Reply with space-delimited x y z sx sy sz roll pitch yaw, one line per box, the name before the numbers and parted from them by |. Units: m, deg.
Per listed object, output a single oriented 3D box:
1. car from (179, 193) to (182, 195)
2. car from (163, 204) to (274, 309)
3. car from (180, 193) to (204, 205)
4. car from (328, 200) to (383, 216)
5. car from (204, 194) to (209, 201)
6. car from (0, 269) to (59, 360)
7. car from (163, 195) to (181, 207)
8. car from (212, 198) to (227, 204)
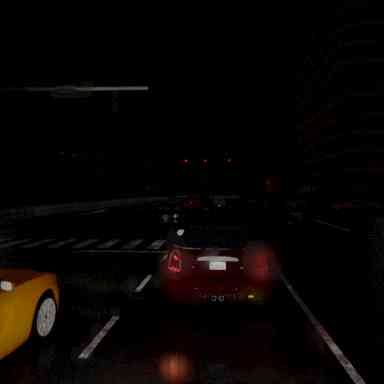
car | -1.693 1.216 65.979 2.150 2.045 5.566 0 0 7
car | 0.656 1.352 8.121 2.097 1.767 4.553 0 0 5
car | 0.094 1.350 43.951 2.097 1.767 4.553 0 0 5
car | 16.342 1.531 33.425 5.008 1.535 1.882 0 0 5
car | 2.602 1.350 81.072 2.097 1.767 4.553 0 0 24
car | -3.262 1.477 3.519 1.882 1.535 5.008 0 0 5
car | -3.063 1.523 50.207 1.812 1.442 4.674 0 0 4
car | 3.690 1.522 44.993 1.812 1.442 4.674 0 0 5
